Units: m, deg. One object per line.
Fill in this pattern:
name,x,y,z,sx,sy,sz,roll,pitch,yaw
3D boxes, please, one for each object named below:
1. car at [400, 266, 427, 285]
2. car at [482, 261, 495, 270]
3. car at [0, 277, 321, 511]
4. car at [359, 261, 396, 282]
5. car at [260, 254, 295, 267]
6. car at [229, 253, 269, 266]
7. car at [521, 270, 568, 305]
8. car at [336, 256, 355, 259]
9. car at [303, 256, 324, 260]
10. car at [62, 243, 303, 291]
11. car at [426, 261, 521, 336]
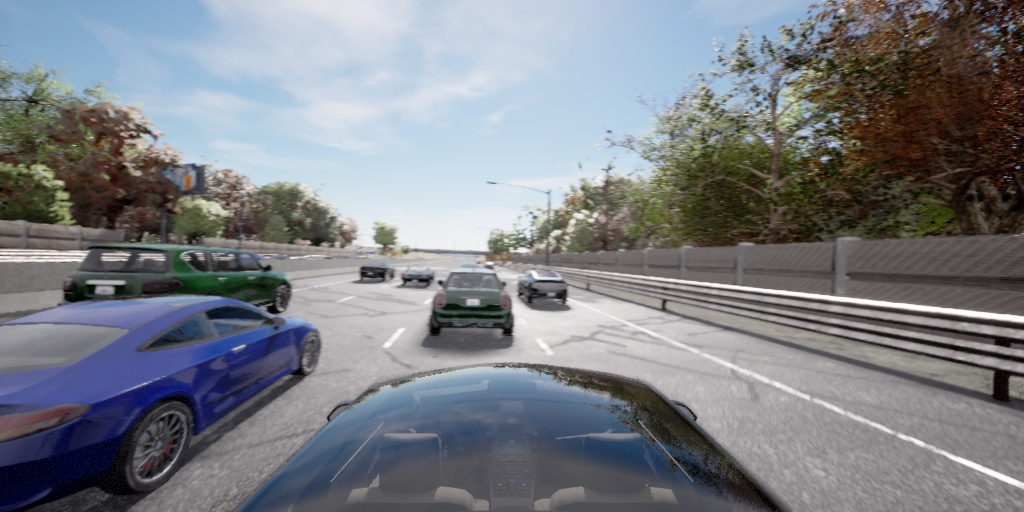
car,-6.489,1.336,25.271,1.895,1.301,4.718,2,-1,-7
car,-4.252,1.735,63.939,2.033,1.411,5.357,2,-1,-7
car,-3.914,1.159,4.130,1.812,1.442,4.674,2,-1,-7
car,-10.322,1.100,27.840,1.882,1.535,5.008,2,-1,-7
car,-30.401,0.595,46.689,1.837,1.490,4.892,2,-1,-6
car,-33.863,0.442,46.297,1.882,1.535,5.008,2,0,-6
car,1.386,1.435,17.649,2.128,1.511,4.902,2,-1,-7
car,-23.899,0.718,51.319,2.097,1.767,4.553,2,-1,-6
car,-27.129,0.718,48.823,2.128,1.511,4.902,2,0,-7
car,-8.081,0.755,9.495,2.150,2.045,5.566,2,0,-7
car,-1.196,1.141,10.772,2.097,1.767,4.553,2,-1,-7
